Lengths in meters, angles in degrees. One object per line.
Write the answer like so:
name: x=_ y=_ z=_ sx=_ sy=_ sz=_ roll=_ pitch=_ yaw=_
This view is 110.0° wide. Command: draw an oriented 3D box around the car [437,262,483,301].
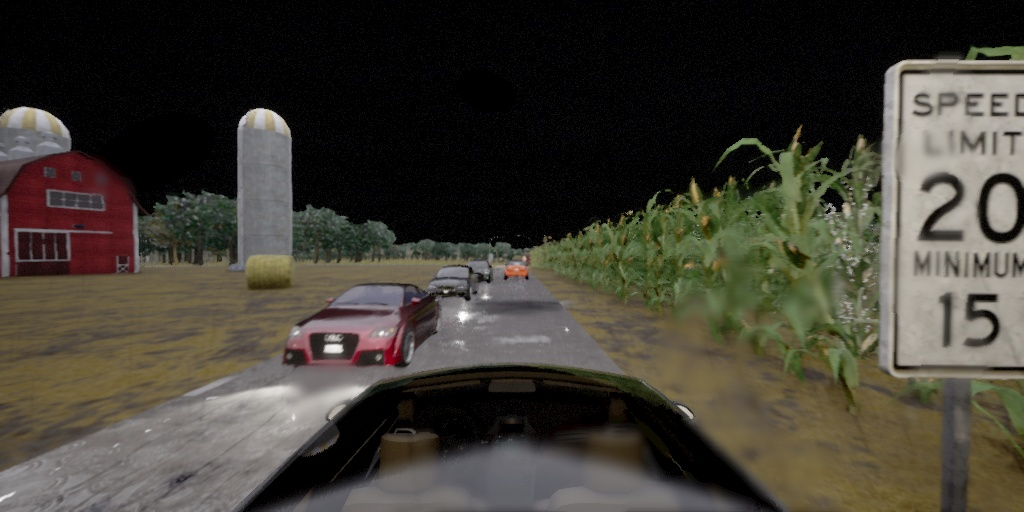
car: x=-2.677 y=1.202 z=17.116 sx=1.837 sy=1.490 sz=4.892 roll=0 pitch=0 yaw=1

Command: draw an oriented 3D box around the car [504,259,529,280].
car: x=0.402 y=1.118 z=31.980 sx=2.097 sy=1.767 sz=4.553 roll=0 pitch=0 yaw=1

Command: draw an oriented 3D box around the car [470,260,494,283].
car: x=-2.530 y=1.073 z=27.167 sx=2.097 sy=1.767 sz=4.553 roll=0 pitch=0 yaw=1

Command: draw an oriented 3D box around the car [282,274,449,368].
car: x=-2.798 y=1.272 z=7.651 sx=1.994 sy=1.385 sz=4.181 roll=0 pitch=0 yaw=1
